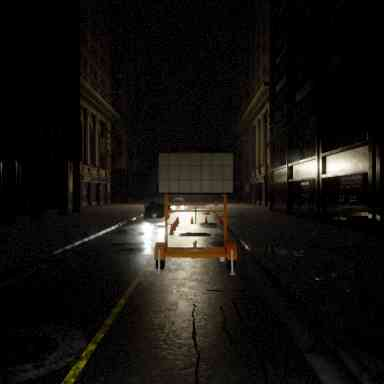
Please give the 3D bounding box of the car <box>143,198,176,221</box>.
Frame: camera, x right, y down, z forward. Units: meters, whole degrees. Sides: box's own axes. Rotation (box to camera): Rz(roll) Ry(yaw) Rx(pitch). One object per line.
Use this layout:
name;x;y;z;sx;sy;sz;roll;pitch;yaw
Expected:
car;-2.774;1.499;27.228;2.128;1.511;4.902;0;0;1

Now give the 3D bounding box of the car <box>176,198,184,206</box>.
car;-2.307;1.628;56.848;1.895;1.301;4.718;0;0;1

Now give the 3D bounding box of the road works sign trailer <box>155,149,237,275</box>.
road works sign trailer;0.117;0.466;10.429;2.380;3.560;2.880;0;0;1
